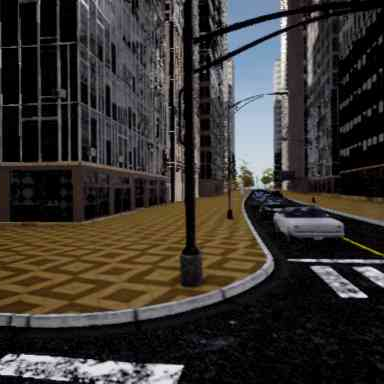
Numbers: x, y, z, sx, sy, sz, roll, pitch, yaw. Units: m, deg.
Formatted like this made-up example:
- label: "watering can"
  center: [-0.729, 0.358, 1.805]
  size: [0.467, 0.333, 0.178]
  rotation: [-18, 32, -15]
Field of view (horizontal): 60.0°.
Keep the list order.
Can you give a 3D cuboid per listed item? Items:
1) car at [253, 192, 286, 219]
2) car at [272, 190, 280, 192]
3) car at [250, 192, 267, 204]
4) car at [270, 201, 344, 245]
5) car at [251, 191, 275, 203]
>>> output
- label: "car"
  center: [5.683, 1.010, 23.061]
  size: [2.128, 1.511, 4.902]
  rotation: [0, 1, 7]
- label: "car"
  center: [13.764, 0.459, 54.948]
  size: [1.837, 1.490, 4.892]
  rotation: [0, 1, 11]
- label: "car"
  center: [8.737, 0.725, 43.892]
  size: [2.033, 1.411, 5.357]
  rotation: [0, 1, 10]
- label: "car"
  center: [4.625, 1.263, 13.777]
  size: [1.895, 1.301, 4.718]
  rotation: [0, 1, 6]
- label: "car"
  center: [7.069, 0.900, 33.401]
  size: [2.033, 1.411, 5.357]
  rotation: [0, 1, 8]
